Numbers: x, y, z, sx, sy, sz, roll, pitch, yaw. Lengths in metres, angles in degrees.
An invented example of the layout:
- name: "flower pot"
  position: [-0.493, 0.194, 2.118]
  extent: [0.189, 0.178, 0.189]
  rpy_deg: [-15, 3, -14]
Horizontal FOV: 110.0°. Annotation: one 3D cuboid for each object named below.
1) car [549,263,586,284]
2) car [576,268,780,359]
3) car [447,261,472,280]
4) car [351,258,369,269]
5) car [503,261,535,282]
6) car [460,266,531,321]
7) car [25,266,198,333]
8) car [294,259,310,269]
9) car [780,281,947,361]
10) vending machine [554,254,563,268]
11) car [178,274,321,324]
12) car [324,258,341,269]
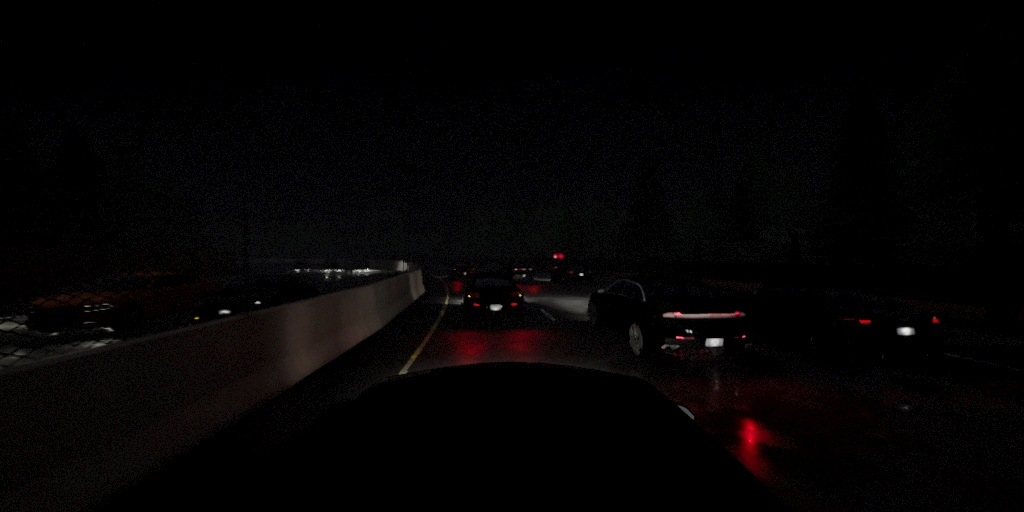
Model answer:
- name: "car"
  position: [4.103, 1.175, 25.415]
  extent: [1.994, 1.385, 4.181]
  rpy_deg: [0, 0, -13]
- name: "car"
  position: [3.190, 1.195, 8.323]
  extent: [2.128, 1.511, 4.902]
  rpy_deg: [0, 0, -3]
- name: "car"
  position: [-4.261, 1.143, 29.762]
  extent: [1.812, 1.442, 4.674]
  rpy_deg: [0, 0, -16]
- name: "car"
  position: [-21.841, 1.057, 51.562]
  extent: [2.128, 1.511, 4.902]
  rpy_deg: [0, 0, -32]
- name: "car"
  position: [0.231, 1.110, 26.594]
  extent: [2.128, 1.511, 4.902]
  rpy_deg: [0, 0, -14]
- name: "car"
  position: [-0.689, 1.223, 12.111]
  extent: [1.812, 1.442, 4.674]
  rpy_deg: [0, 0, -6]
- name: "car"
  position: [-11.287, 1.219, 11.010]
  extent: [1.882, 1.535, 5.008]
  rpy_deg: [0, 0, -7]
- name: "car"
  position: [-30.775, 1.141, 52.461]
  extent: [2.033, 1.411, 5.357]
  rpy_deg: [0, 0, -35]
- name: "car"
  position: [6.680, 1.256, 8.179]
  extent: [1.994, 1.385, 4.181]
  rpy_deg: [0, 0, -3]
- name: "vending machine"
  position: [5.943, 0.693, 45.720]
  extent: [1.100, 2.100, 0.880]
  rpy_deg: [0, 0, -23]
- name: "car"
  position: [-7.839, 1.291, 11.470]
  extent: [1.994, 1.385, 4.181]
  rpy_deg: [0, 0, -7]
- name: "car"
  position: [-25.528, 1.087, 50.828]
  extent: [1.837, 1.490, 4.892]
  rpy_deg: [0, 1, -32]
